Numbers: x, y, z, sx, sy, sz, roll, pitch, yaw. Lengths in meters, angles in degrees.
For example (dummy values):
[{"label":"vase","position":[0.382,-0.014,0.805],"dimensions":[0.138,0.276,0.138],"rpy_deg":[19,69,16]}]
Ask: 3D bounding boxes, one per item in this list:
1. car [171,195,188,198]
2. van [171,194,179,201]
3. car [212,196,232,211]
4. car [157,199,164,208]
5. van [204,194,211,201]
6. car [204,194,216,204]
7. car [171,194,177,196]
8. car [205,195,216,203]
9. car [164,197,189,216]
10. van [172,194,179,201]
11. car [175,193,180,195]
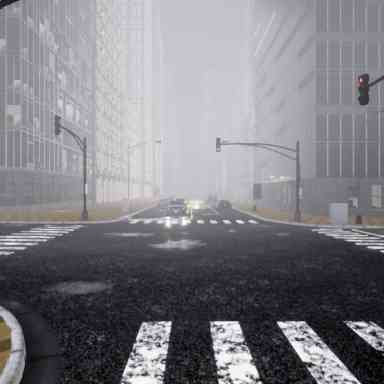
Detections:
[{"label":"car","position":[-1.542,1.496,44.884],"dimensions":[1.882,1.535,5.008],"rpy_deg":[0,0,0]},{"label":"van","position":[-4.154,1.333,80.421],"dimensions":[1.690,1.788,3.998],"rpy_deg":[0,0,0]},{"label":"car","position":[3.933,1.585,41.761],"dimensions":[1.947,1.339,4.313],"rpy_deg":[0,0,0]},{"label":"car","position":[-4.019,1.600,47.255],"dimensions":[1.802,1.307,4.206],"rpy_deg":[0,0,0]},{"label":"van","position":[3.726,1.333,80.453],"dimensions":[1.690,1.788,3.998],"rpy_deg":[0,0,0]},{"label":"car","position":[3.794,1.322,63.870],"dimensions":[2.192,1.841,5.009],"rpy_deg":[0,0,0]},{"label":"car","position":[-4.086,1.573,63.838],"dimensions":[1.947,1.339,4.313],"rpy_deg":[0,0,0]},{"label":"car","position":[3.771,1.442,69.399],"dimensions":[1.967,1.590,4.097],"rpy_deg":[0,0,0]},{"label":"car","position":[-1.496,1.548,33.067],"dimensions":[1.812,1.442,4.674],"rpy_deg":[0,0,0]},{"label":"van","position":[-4.177,1.328,85.949],"dimensions":[1.690,1.788,3.998],"rpy_deg":[0,0,0]},{"label":"car","position":[-4.132,1.437,74.894],"dimensions":[1.967,1.590,4.097],"rpy_deg":[0,0,0]}]
